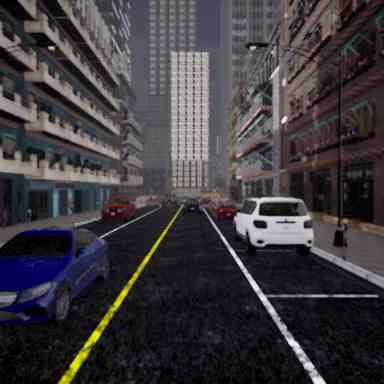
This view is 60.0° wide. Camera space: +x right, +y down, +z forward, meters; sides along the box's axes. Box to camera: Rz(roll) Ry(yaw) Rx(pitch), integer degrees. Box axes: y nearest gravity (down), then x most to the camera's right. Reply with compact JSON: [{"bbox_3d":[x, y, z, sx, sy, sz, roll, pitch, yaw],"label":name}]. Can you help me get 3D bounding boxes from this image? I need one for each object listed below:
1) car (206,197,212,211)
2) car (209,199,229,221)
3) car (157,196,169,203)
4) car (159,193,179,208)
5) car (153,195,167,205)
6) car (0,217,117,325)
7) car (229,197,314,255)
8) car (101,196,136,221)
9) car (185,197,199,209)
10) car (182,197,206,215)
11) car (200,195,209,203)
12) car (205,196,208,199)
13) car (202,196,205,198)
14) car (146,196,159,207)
[{"bbox_3d":[2.679,1.512,32.046,2.008,1.369,4.403,-1,0,0],"label":"car"},{"bbox_3d":[2.679,1.512,26.523,1.887,1.381,4.507,-1,0,0],"label":"car"},{"bbox_3d":[-5.706,1.472,65.201,1.887,1.381,4.507,-1,0,0],"label":"car"},{"bbox_3d":[-3.090,1.165,48.325,2.150,2.045,5.566,0,0,0],"label":"car"},{"bbox_3d":[-5.707,1.372,59.677,1.967,1.590,4.097,-1,0,0],"label":"car"},{"bbox_3d":[-3.102,1.516,7.217,1.812,1.442,4.674,0,0,0],"label":"car"},{"bbox_3d":[2.999,1.208,13.309,2.150,2.045,5.566,0,0,0],"label":"car"},{"bbox_3d":[-5.704,1.282,26.535,2.192,1.841,5.009,-1,0,0],"label":"car"},{"bbox_3d":[0.025,1.454,44.906,1.837,1.490,4.892,0,1,0],"label":"car"},{"bbox_3d":[0.064,1.524,32.962,1.994,1.385,4.181,0,0,0],"label":"car"},{"bbox_3d":[2.673,1.447,70.881,1.752,1.417,4.829,-1,0,0],"label":"car"},{"bbox_3d":[2.678,1.480,37.740,1.752,1.417,4.829,-1,0,0],"label":"car"},{"bbox_3d":[2.675,1.477,59.664,1.887,1.381,4.507,-1,0,0],"label":"car"},{"bbox_3d":[-5.704,1.525,48.630,1.802,1.307,4.206,-1,0,0],"label":"car"}]
